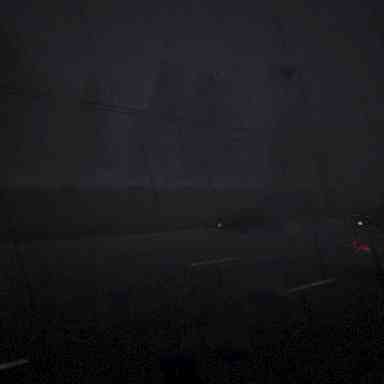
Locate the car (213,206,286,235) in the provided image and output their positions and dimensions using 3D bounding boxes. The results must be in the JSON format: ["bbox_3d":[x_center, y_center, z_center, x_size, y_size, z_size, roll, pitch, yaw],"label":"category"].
[{"bbox_3d":[3.334,1.553,19.015,4.674,1.442,1.812,0,0,-35],"label":"car"}]

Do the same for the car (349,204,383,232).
[{"bbox_3d":[11.737,1.548,20.711,4.892,1.490,1.837,0,0,-35],"label":"car"}]
